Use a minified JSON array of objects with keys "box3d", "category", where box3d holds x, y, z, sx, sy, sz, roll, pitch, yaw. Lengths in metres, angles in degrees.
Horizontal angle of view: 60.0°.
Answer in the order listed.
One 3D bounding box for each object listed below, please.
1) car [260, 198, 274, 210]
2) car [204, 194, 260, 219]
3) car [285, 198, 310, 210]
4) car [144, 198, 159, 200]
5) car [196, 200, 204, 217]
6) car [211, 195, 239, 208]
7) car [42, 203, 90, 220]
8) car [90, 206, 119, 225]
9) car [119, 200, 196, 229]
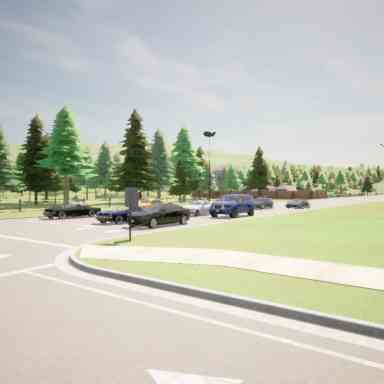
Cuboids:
[{"box3d":[9.017,1.504,43.130,1.837,1.490,4.892,0,1,37],"category":"car"},{"box3d":[3.751,1.222,30.067,2.150,2.045,5.566,0,0,36],"category":"car"},{"box3d":[14.100,1.549,44.132,2.033,1.411,5.357,0,0,36],"category":"car"},{"box3d":[-4.681,1.480,36.322,1.882,1.535,5.008,0,0,37],"category":"car"},{"box3d":[0.694,1.528,31.791,1.812,1.442,4.674,0,0,36],"category":"car"},{"box3d":[4.899,1.355,49.342,2.097,1.767,4.553,0,0,37],"category":"car"},{"box3d":[-10.290,1.603,28.680,1.895,1.301,4.718,0,0,36],"category":"car"},{"box3d":[-4.736,1.603,24.418,1.895,1.301,4.718,0,0,36],"category":"car"},{"box3d":[-2.123,1.479,22.057,1.882,1.535,5.008,0,0,36],"category":"car"}]
